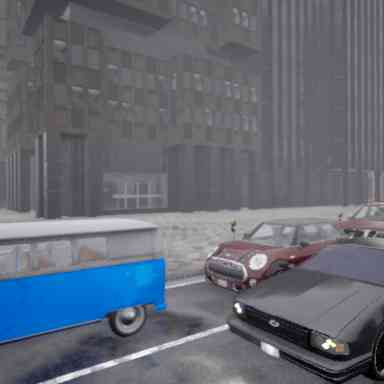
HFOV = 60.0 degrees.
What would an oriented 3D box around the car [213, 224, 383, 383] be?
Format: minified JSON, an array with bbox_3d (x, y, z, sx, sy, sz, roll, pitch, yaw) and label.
[{"bbox_3d":[3.116,1.525,5.603,5.357,1.411,2.033,0,0,-36],"label":"car"}]

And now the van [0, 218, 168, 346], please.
[{"bbox_3d":[-2.313,1.338,5.004,3.998,1.788,1.690,0,0,-36],"label":"van"}]

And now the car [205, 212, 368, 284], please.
[{"bbox_3d":[2.280,1.414,8.280,4.097,1.590,1.967,0,0,-36],"label":"car"}]

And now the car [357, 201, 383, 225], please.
[{"bbox_3d":[6.872,1.266,11.557,5.009,1.841,2.192,0,0,-36],"label":"car"}]
